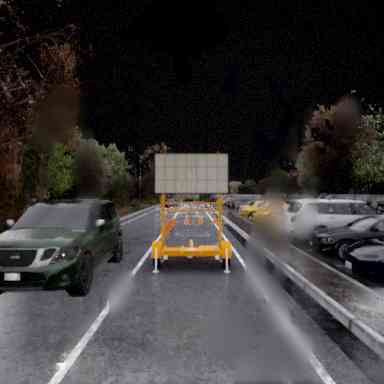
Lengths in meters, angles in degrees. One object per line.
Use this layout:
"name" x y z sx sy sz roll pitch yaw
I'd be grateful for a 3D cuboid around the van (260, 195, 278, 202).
"van" 20.639 1.717 89.476 4.442 1.987 1.878 0 -1 0

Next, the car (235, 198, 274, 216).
"car" 6.769 1.527 28.833 5.366 1.575 1.946 0 0 0

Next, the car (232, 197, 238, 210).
"car" 6.992 1.528 34.252 4.892 1.521 2.231 0 0 0

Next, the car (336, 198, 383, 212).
"car" 20.127 1.537 39.633 5.008 1.535 2.097 0 0 0

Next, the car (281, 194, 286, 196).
"car" 20.320 1.700 64.563 4.674 1.452 2.002 0 0 0

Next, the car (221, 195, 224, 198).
"car" 7.103 1.629 50.909 4.792 1.488 2.163 0 0 0

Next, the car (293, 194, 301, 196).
"car" 20.250 1.619 56.254 5.008 1.535 2.097 0 0 0

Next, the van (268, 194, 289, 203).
"van" 20.318 1.503 78.549 4.442 1.987 1.878 0 -1 0

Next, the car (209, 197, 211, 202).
"car" 7.384 1.485 78.670 5.566 2.045 2.435 0 0 0

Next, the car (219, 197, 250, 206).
"car" 7.183 1.628 56.461 4.892 1.521 2.231 0 0 0

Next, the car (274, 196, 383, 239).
"car" 6.871 1.329 14.829 5.566 2.045 2.435 0 0 0

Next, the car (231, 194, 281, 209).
"car" 7.052 1.409 37.031 4.553 1.767 2.185 0 0 0

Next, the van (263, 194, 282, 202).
"van" 20.361 1.600 83.940 4.442 1.987 1.878 0 -1 0

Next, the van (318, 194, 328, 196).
"van" 20.049 1.338 45.175 4.442 1.987 1.878 0 0 0

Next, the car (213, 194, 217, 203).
"car" 7.036 1.652 62.014 5.366 1.575 1.946 0 0 0

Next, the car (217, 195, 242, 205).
"car" 7.212 1.542 64.790 4.553 1.767 2.185 0 0 0

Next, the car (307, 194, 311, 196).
"car" 20.160 1.327 47.944 5.566 2.045 2.435 0 0 0

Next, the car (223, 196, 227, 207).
"car" 7.059 1.602 45.357 4.792 1.488 2.163 0 0 0

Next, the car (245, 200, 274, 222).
"car" 6.724 1.546 23.160 5.366 1.575 1.946 0 0 0

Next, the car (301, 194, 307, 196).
"car" 20.183 1.340 50.714 5.566 2.045 2.435 0 0 0

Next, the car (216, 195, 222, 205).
"car" 6.969 1.611 53.686 5.366 1.575 1.946 0 0 0

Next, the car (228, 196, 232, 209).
"car" 7.072 1.575 39.804 4.792 1.488 2.163 0 0 0

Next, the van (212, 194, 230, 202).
"van" 7.283 1.612 84.206 4.442 1.987 1.878 0 -1 0

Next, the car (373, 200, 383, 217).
"car" 20.085 1.547 31.456 4.792 1.488 2.163 0 0 0

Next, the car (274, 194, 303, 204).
"car" 20.339 1.436 70.230 5.566 2.045 2.435 0 0 0

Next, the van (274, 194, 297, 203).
"van" 20.507 1.475 72.999 4.442 1.987 1.878 0 0 0

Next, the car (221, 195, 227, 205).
"car" 7.081 1.616 48.133 4.792 1.488 2.163 0 0 0

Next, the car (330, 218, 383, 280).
"car" 6.768 1.631 9.278 4.792 1.488 2.163 0 0 0

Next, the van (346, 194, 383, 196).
"van" 19.991 1.300 36.849 4.442 1.987 1.878 0 0 0

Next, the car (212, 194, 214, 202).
"car" 7.283 1.695 70.341 5.008 1.535 2.097 0 0 0

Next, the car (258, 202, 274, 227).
"car" 6.893 1.560 20.383 4.892 1.521 2.231 0 0 0

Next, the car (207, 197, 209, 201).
"car" 7.495 2.070 95.303 5.008 1.535 2.097 0 -1 0

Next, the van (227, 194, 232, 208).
"van" 7.182 1.333 42.581 4.442 1.987 1.878 0 0 0

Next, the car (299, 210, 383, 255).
"car" 6.825 1.591 12.054 5.008 1.535 2.097 0 0 0

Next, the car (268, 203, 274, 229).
"car" 7.050 1.567 17.605 5.366 1.575 1.946 0 0 0

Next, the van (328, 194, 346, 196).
"van" 20.260 1.325 42.403 4.442 1.987 1.878 0 0 0

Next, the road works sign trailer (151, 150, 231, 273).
"road works sign trailer" -0.015 0.474 10.706 2.380 3.560 2.880 0 0 0

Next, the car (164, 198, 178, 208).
"car" -3.223 1.669 50.833 1.994 1.385 4.181 0 0 0

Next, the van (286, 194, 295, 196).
"van" 20.417 1.421 61.919 4.442 1.987 1.878 0 0 0

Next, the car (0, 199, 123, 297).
"car" -3.351 1.229 8.970 2.150 2.045 5.566 0 0 0

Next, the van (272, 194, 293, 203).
"van" 20.528 1.488 75.644 4.442 1.987 1.878 0 0 0

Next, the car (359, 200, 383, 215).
"car" 20.106 1.548 34.095 4.792 1.488 2.163 0 0 0
